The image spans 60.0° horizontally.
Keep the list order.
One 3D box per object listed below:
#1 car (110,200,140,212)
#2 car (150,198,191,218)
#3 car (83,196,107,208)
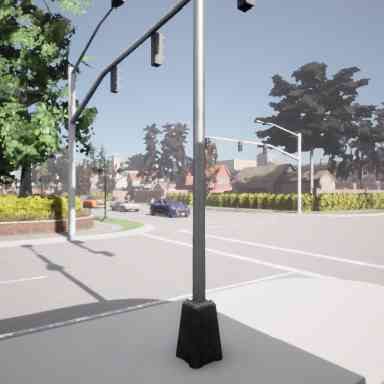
[{"bbox_3d":[-7.822,1.601,38.726,1.895,1.301,4.718,0,0,-36],"label":"car"},{"bbox_3d":[-2.078,1.352,30.790,2.097,1.767,4.553,0,0,-36],"label":"car"},{"bbox_3d":[-13.712,1.352,46.866,2.097,1.767,4.553,0,0,-36],"label":"car"}]
